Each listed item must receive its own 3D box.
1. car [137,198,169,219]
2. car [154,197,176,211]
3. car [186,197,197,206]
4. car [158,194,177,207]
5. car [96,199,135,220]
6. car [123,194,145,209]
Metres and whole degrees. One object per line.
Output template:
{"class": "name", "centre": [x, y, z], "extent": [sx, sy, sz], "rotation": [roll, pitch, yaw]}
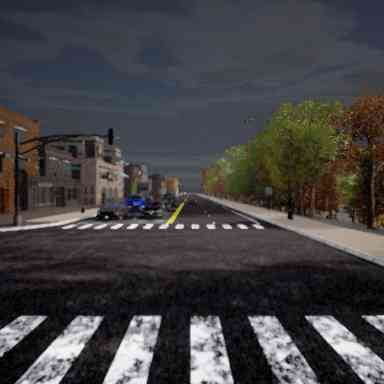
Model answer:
{"class": "car", "centre": [-3.376, 1.526, 29.844], "extent": [1.837, 1.490, 4.892], "rotation": [0, 0, 0]}
{"class": "car", "centre": [-3.400, 1.594, 39.758], "extent": [1.994, 1.385, 4.181], "rotation": [0, 0, 0]}
{"class": "car", "centre": [-0.020, 1.590, 56.180], "extent": [2.033, 1.411, 5.357], "rotation": [0, 0, 0]}
{"class": "car", "centre": [-3.425, 1.260, 50.434], "extent": [2.150, 2.045, 5.566], "rotation": [0, 0, 0]}
{"class": "car", "centre": [-6.628, 1.568, 28.542], "extent": [2.033, 1.411, 5.357], "rotation": [0, 0, 0]}
{"class": "car", "centre": [-6.656, 1.251, 38.729], "extent": [2.150, 2.045, 5.566], "rotation": [0, 0, 0]}
